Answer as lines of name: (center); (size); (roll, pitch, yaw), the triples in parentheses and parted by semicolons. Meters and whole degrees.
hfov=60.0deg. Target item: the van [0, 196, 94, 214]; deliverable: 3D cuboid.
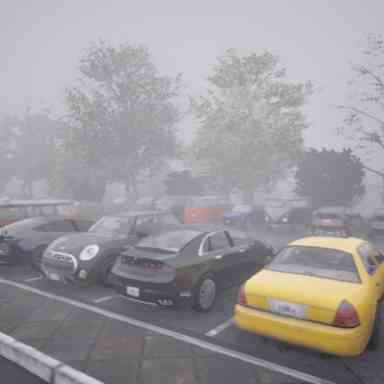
van: (-6.320, 1.290, 12.822); (1.878, 1.987, 4.442); (0, 0, 36)

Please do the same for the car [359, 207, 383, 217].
car: (10.218, 1.512, 16.913); (2.163, 1.488, 4.792); (0, 0, 36)

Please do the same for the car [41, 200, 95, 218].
car: (-12.258, 1.626, 33.091); (2.002, 1.452, 4.674); (0, 0, 36)

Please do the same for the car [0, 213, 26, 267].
car: (-4.118, 1.533, 11.126); (2.163, 1.488, 4.792); (0, 0, 36)

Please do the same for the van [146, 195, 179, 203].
van: (-0.993, 1.297, 24.819); (1.878, 1.987, 4.442); (0, 0, 36)

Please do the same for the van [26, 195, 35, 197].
van: (-14.439, 1.373, 34.804); (1.878, 1.987, 4.442); (0, 0, 36)

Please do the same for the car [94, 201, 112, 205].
car: (-5.435, 1.297, 28.131); (2.435, 2.045, 5.566); (0, 0, 36)

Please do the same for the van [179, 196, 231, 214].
van: (1.390, 1.285, 23.388); (1.878, 1.987, 4.442); (0, 0, 36)

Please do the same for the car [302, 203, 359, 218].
car: (8.078, 1.512, 18.457); (2.163, 1.488, 4.792); (0, 0, 36)

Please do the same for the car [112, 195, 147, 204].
car: (-3.188, 1.284, 26.511); (2.435, 2.045, 5.566); (0, 0, 36)

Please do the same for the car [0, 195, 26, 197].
car: (-21.264, 1.385, 39.548); (2.435, 2.045, 5.566); (0, 0, 36)

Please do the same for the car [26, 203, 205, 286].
car: (-1.868, 1.368, 9.506); (2.185, 1.767, 4.553); (0, 0, 36)

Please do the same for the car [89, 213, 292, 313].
car: (0.365, 1.488, 7.850); (2.231, 1.521, 4.892); (0, 0, 36)

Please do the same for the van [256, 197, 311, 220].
van: (5.765, 1.263, 19.955); (1.878, 1.987, 4.442); (0, 0, 35)

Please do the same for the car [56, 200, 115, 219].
car: (-9.915, 1.573, 31.391); (2.097, 1.535, 5.008); (0, 0, 36)

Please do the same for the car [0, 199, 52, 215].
car: (-18.902, 1.623, 37.872); (2.097, 1.535, 5.008); (0, 0, 36)

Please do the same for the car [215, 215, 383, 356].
car: (2.721, 1.484, 6.386); (1.946, 1.575, 5.366); (0, 0, 36)

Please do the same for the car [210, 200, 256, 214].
car: (3.572, 1.498, 21.677); (2.097, 1.535, 5.008); (0, 0, 36)
